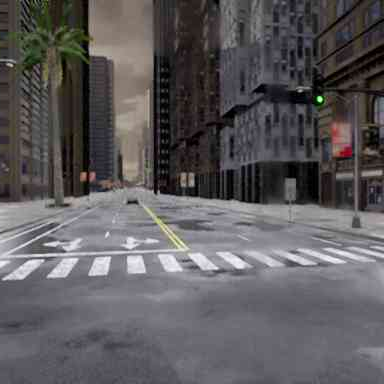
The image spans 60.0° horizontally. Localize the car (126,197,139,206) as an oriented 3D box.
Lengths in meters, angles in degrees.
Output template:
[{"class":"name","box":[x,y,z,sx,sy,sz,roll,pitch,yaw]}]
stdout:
[{"class":"car","box":[-9.300,1.409,51.961,1.895,1.301,4.718,0,0,-11]}]
